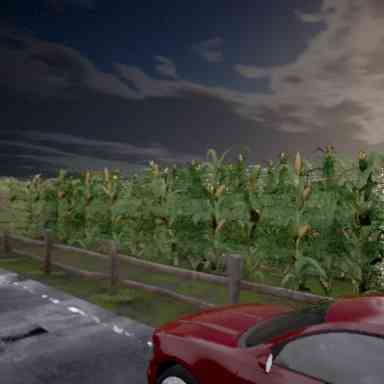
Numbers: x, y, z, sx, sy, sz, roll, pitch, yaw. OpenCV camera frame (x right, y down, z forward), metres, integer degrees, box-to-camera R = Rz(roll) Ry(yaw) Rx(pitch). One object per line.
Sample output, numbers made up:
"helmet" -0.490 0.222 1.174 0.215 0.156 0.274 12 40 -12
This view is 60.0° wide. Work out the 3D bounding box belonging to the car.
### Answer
"car" 1.681 1.653 2.769 5.008 1.535 1.882 -1 -4 43
